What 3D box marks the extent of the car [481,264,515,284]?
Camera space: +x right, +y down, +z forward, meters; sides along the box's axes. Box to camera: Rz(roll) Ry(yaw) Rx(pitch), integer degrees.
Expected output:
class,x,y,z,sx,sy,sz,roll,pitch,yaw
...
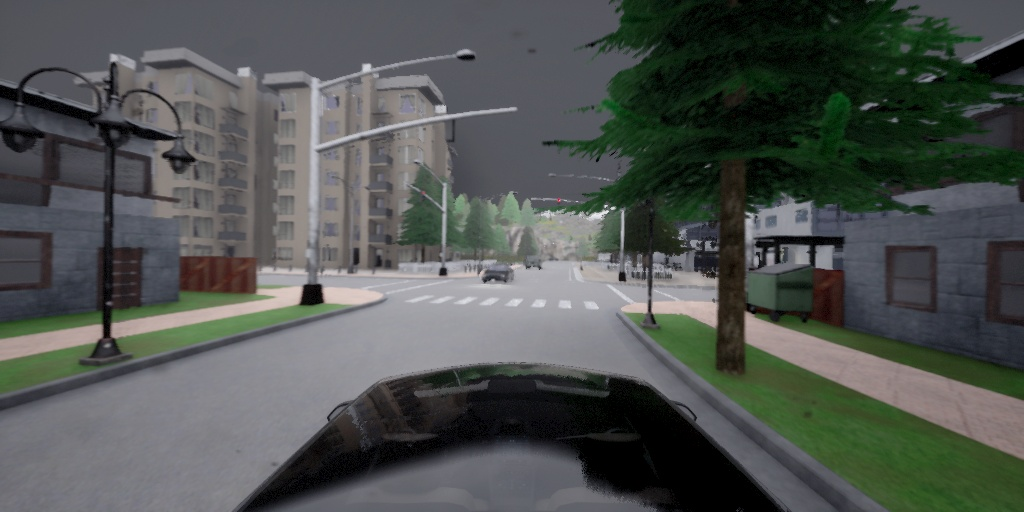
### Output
class,x,y,z,sx,sy,sz,roll,pitch,yaw
car,-0.910,1.305,27.236,2.033,1.411,5.357,1,0,8

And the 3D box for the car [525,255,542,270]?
class,x,y,z,sx,sy,sz,roll,pitch,yaw
car,3.270,0.926,53.177,2.150,2.045,5.566,1,1,9
